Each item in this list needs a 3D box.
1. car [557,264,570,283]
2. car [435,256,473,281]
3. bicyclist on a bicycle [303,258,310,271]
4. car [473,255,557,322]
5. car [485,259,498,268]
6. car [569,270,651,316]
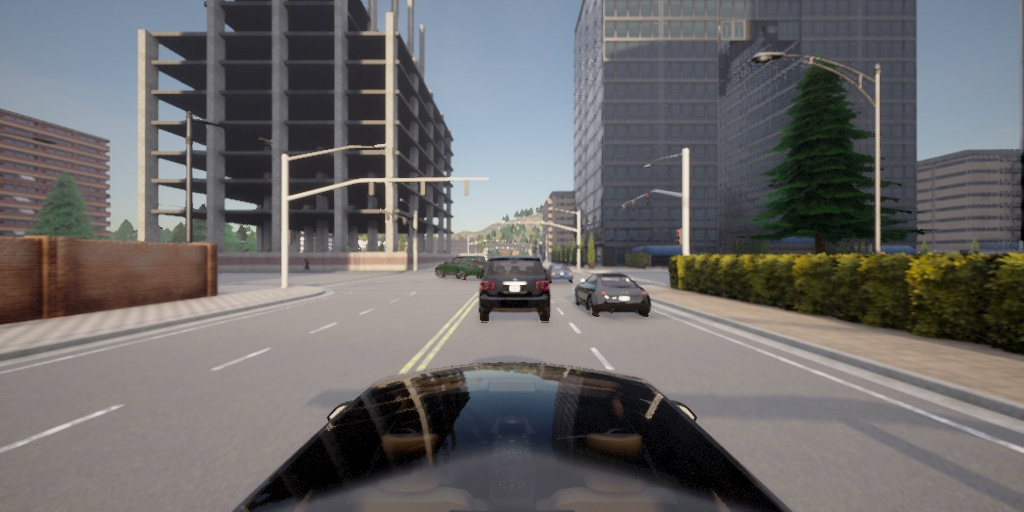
[{"bbox_3d":[3.581,1.323,28.168,2.033,1.411,5.357,0,0,0],"label":"car"},{"bbox_3d":[-4.450,1.000,31.228,2.150,2.045,5.566,1,-1,-44],"label":"car"},{"bbox_3d":[-26.447,1.097,46.100,0.582,1.620,1.656,0,0,1],"label":"bicyclist on a bicycle"},{"bbox_3d":[0.078,0.983,12.529,2.150,2.045,5.566,0,0,0],"label":"car"},{"bbox_3d":[-3.545,1.287,63.315,1.882,1.535,5.008,0,0,1],"label":"car"},{"bbox_3d":[3.580,1.325,13.408,1.994,1.385,4.181,0,0,0],"label":"car"}]
